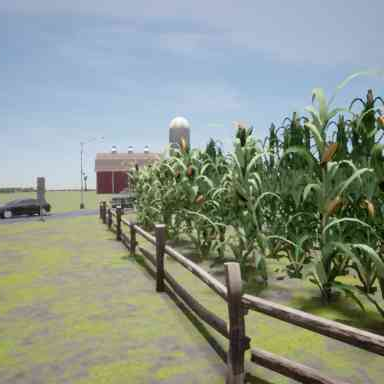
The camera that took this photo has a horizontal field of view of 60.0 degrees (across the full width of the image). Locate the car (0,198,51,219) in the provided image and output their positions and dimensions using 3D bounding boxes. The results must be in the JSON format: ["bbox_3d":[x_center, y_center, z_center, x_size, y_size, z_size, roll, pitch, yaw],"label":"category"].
[{"bbox_3d":[-13.675,1.262,26.445,1.837,1.490,4.892,-1,1,32],"label":"car"}]

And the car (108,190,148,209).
[{"bbox_3d":[-7.020,0.754,37.860,2.150,2.045,5.566,-1,1,28],"label":"car"}]
